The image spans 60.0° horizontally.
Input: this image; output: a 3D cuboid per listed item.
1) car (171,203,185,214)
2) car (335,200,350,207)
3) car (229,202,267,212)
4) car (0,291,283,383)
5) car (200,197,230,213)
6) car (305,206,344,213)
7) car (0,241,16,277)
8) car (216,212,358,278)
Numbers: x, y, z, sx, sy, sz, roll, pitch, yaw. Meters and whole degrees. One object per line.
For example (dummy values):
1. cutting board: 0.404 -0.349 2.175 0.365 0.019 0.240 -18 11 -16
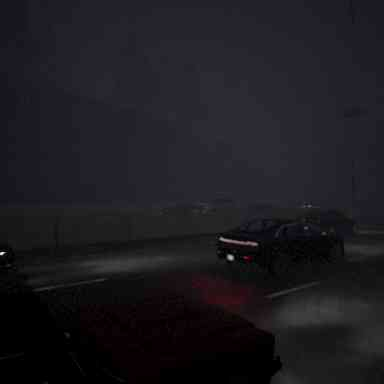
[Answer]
1. car: -1.025 1.812 34.961 4.181 1.385 1.994 1 -1 -43
2. car: 29.723 2.231 65.730 1.994 1.385 4.181 0 -1 34
3. car: 6.280 1.824 32.159 5.357 1.411 2.033 1 -1 -43
4. car: -1.406 1.611 2.804 4.718 1.301 1.895 1 -1 -36
5. car: 2.401 1.481 33.329 5.566 2.045 2.150 1 0 -43
6. car: 7.802 1.696 19.124 4.892 1.490 1.837 1 0 -41
7. car: -6.788 1.501 7.598 4.902 1.511 2.128 1 0 -35
8. car: 2.953 1.588 10.543 4.902 1.511 2.128 1 -1 -38
